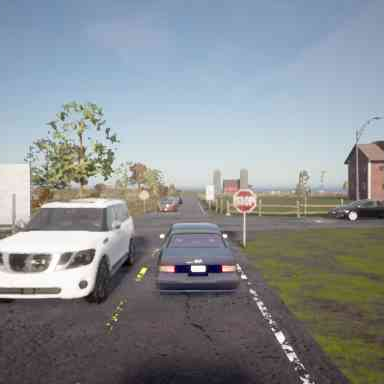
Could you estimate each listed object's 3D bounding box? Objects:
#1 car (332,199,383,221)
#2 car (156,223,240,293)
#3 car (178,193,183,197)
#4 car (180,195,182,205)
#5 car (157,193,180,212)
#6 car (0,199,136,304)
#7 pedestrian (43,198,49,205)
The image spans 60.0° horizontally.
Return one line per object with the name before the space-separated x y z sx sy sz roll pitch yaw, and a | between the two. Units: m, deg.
car | 12.941 1.285 24.592 4.892 1.490 1.837 -1 0 0
car | 0.067 1.546 9.001 2.033 1.411 5.357 0 0 -1
car | -2.876 1.219 60.436 2.150 2.045 5.566 0 0 0
car | -2.882 1.522 48.893 1.812 1.442 4.674 0 0 1
car | -2.880 1.349 38.843 2.097 1.767 4.553 0 0 0
car | -2.859 1.221 8.515 2.150 2.045 5.566 0 0 0
pedestrian | -12.183 1.412 27.790 0.375 1.860 0.375 0 1 0
